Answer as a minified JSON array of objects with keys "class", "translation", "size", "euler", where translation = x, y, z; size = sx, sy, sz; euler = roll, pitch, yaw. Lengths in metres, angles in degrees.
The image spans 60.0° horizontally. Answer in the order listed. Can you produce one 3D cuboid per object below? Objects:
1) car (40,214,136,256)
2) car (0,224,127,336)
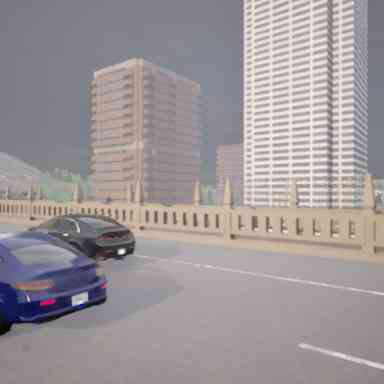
[{"class":"car","translation":[-4.032,1.494,11.169],"size":[4.892,1.490,1.837],"euler":[0,0,36]},{"class":"car","translation":[-3.641,1.518,6.592],"size":[4.674,1.442,1.812],"euler":[0,0,36]}]
